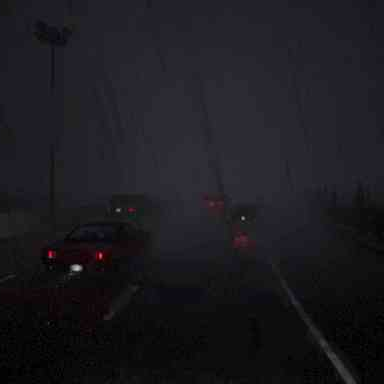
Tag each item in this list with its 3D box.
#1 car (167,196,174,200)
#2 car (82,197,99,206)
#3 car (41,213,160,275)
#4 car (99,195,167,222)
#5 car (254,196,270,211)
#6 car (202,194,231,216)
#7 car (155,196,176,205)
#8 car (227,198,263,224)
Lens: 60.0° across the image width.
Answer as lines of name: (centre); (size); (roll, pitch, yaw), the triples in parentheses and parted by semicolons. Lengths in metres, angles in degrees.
car: (-4.186, 1.468, 48.435); (1.812, 1.442, 4.674); (0, 0, 16)
car: (-12.641, 1.414, 44.156); (2.128, 1.511, 4.902); (0, 0, 16)
car: (-2.567, 1.583, 10.419); (1.895, 1.301, 4.718); (0, 0, 7)
car: (-3.766, 1.189, 22.553); (2.150, 2.045, 5.566); (0, 0, 14)
car: (8.336, 1.340, 40.616); (2.097, 1.767, 4.553); (0, 0, 15)
car: (2.536, 1.199, 32.664); (2.150, 2.045, 5.566); (0, 0, 15)
car: (-4.702, 1.446, 59.692); (2.128, 1.511, 4.902); (0, 0, 15)
car: (4.060, 1.496, 24.750); (1.837, 1.490, 4.892); (0, 0, 14)
